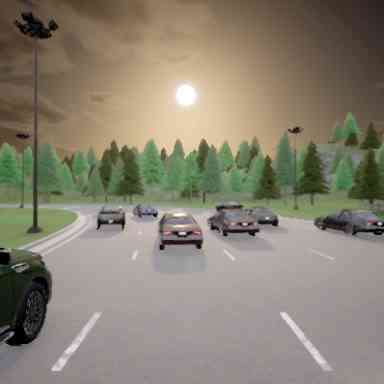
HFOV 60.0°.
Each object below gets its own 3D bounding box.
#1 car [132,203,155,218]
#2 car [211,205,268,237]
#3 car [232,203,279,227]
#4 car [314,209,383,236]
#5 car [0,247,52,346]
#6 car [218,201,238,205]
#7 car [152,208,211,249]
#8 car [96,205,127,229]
[{"bbox_3d":[-4.839,1.847,33.921,2.033,1.411,5.357,0,-1,-19],"label":"car"},{"bbox_3d":[2.285,1.719,19.385,2.033,1.411,5.357,0,-1,-9],"label":"car"},{"bbox_3d":[4.760,1.783,24.777,1.994,1.385,4.181,0,-1,-12],"label":"car"},{"bbox_3d":[9.309,1.721,19.626,2.033,1.411,5.357,0,-1,-9],"label":"car"},{"bbox_3d":[-3.440,1.253,3.331,2.150,2.045,5.566,0,0,-1],"label":"car"},{"bbox_3d":[4.328,1.824,39.204,1.882,1.535,5.008,0,-1,-19],"label":"car"},{"bbox_3d":[-0.677,1.684,15.425,2.033,1.411,5.357,0,-1,-7],"label":"car"},{"bbox_3d":[-5.686,1.700,23.617,2.128,1.511,4.902,0,-1,-12],"label":"car"}]
